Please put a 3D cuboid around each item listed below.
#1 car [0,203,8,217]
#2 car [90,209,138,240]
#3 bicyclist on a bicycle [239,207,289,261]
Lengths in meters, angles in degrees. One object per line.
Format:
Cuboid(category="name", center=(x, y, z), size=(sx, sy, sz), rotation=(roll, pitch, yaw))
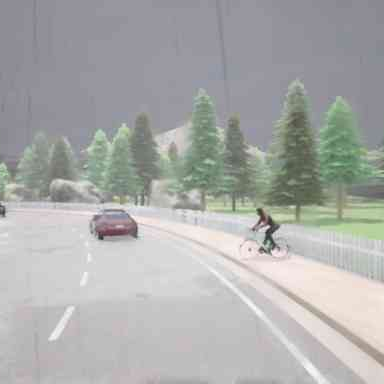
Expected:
Cuboid(category="car", center=(-19.271, 1.619, 31.558), size=(4.902, 1.511, 2.128), rotation=(0, 0, 40))
Cuboid(category="car", center=(-4.212, 1.596, 17.580), size=(1.994, 1.385, 4.181), rotation=(0, 0, -23))
Cuboid(category="bicyclist on a bicycle", center=(2.226, 1.291, 10.205), size=(1.656, 1.620, 0.582), rotation=(0, 0, -13))
